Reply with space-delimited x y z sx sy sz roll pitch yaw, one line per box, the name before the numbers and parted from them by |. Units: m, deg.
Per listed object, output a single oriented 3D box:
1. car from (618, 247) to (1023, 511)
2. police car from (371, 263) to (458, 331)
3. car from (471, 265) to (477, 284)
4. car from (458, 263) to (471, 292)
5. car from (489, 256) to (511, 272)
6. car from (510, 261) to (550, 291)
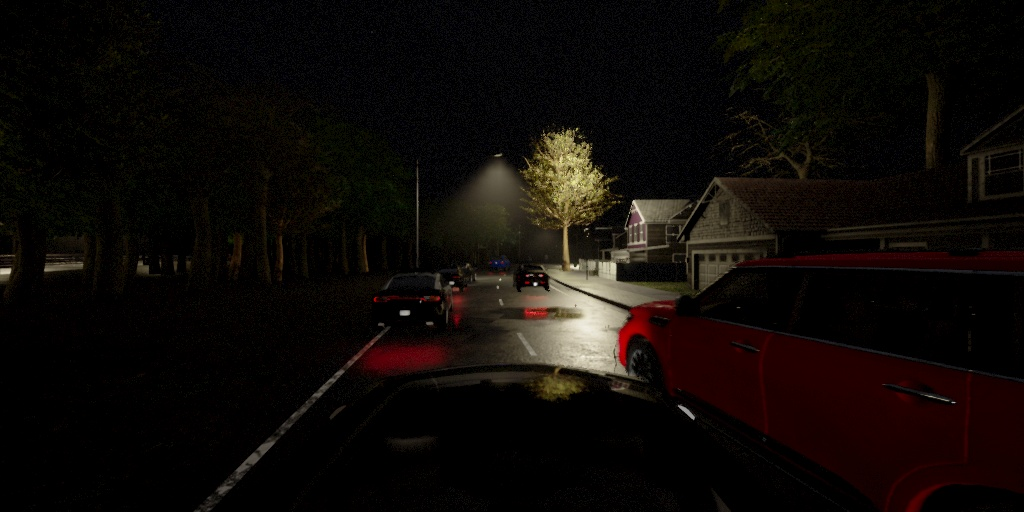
car | 3.016 0.971 3.119 2.150 2.045 5.566 0 0 -10
police car | -2.877 1.174 11.252 1.930 1.638 5.238 0 0 -6
car | -3.797 1.251 27.037 1.837 1.490 4.892 0 0 0
car | -3.639 1.272 21.066 1.812 1.442 4.674 0 0 -3
car | -1.540 0.960 47.117 2.150 2.045 5.566 0 0 9
car | 1.097 1.247 21.520 1.837 1.490 4.892 0 0 -3
